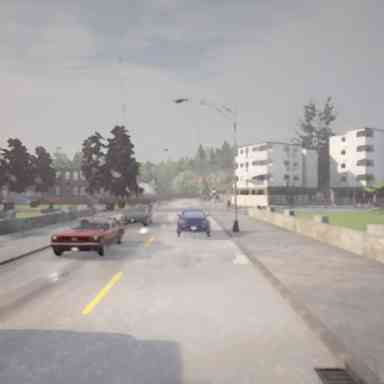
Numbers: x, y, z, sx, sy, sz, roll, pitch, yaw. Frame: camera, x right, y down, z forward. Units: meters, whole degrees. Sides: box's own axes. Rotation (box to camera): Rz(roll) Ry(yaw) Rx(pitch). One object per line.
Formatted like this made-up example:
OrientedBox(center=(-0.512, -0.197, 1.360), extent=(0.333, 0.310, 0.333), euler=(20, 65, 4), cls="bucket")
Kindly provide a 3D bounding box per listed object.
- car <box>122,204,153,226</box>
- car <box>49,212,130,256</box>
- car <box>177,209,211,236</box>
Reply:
OrientedBox(center=(-4.077, 1.716, 25.221), extent=(1.837, 1.490, 4.892), euler=(0, -1, 0), cls="car")
OrientedBox(center=(-4.089, 1.716, 13.809), extent=(1.895, 1.301, 4.718), euler=(0, 0, 0), cls="car")
OrientedBox(center=(0.089, 1.687, 19.324), extent=(1.812, 1.442, 4.674), euler=(0, -1, 0), cls="car")
